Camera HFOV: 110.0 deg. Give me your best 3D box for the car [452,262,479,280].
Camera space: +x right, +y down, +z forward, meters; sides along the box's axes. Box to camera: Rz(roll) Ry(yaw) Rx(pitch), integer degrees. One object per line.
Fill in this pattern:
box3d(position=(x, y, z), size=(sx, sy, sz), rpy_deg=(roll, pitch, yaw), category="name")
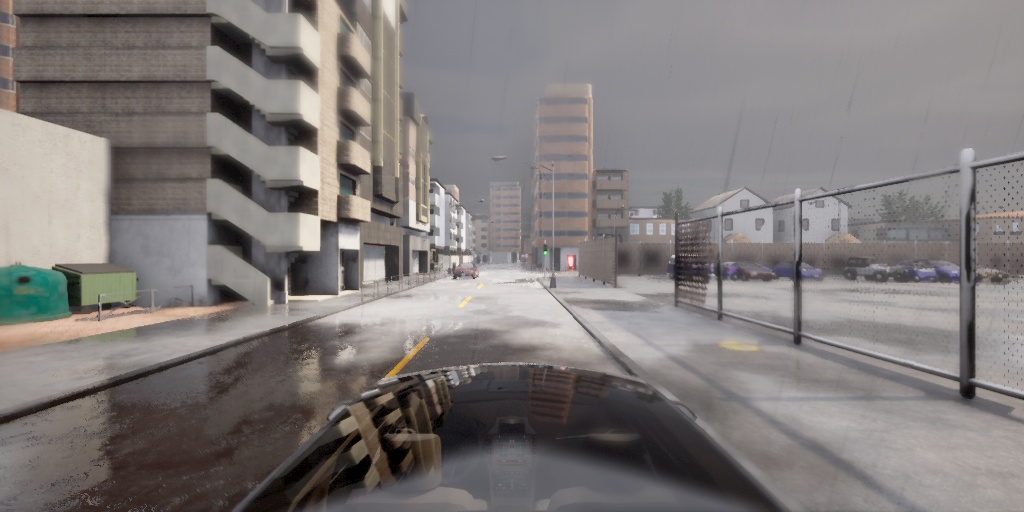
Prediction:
box3d(position=(-4.000, 1.280, 31.760), size=(1.812, 1.442, 4.674), rpy_deg=(0, 0, 0), category="car")
